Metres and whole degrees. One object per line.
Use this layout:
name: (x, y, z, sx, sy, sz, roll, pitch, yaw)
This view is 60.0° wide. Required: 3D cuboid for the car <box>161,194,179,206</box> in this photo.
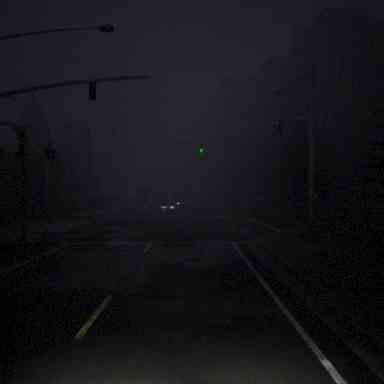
car: (-3.552, 1.412, 50.581, 2.033, 1.411, 5.357, 0, 0, 0)
